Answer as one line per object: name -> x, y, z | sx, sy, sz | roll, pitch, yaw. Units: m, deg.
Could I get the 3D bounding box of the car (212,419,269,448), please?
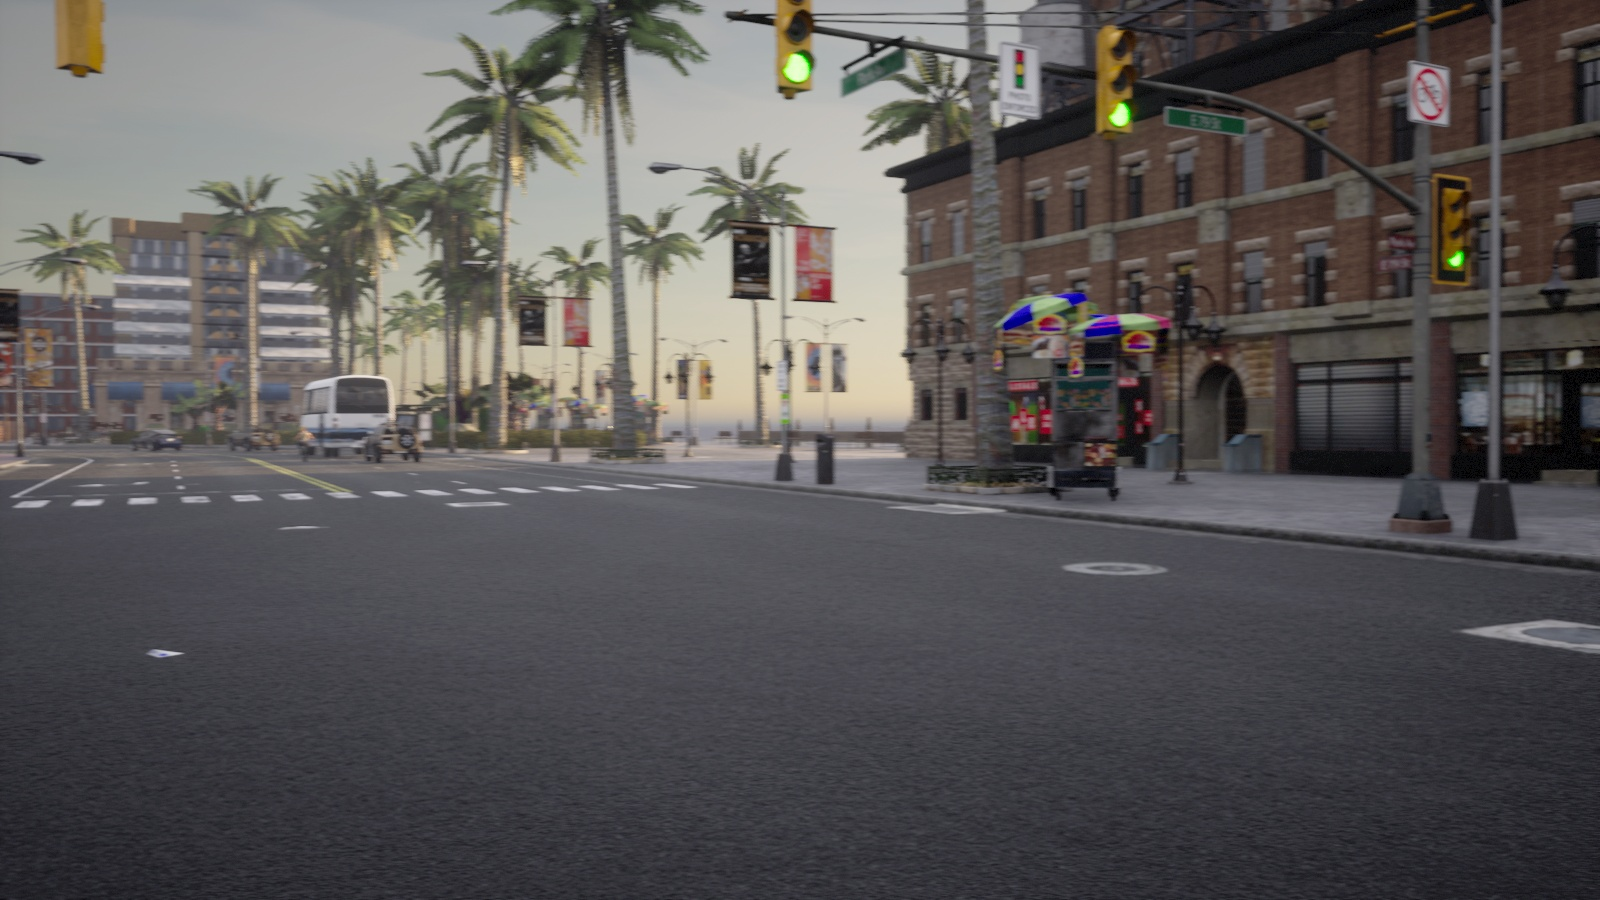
car -> -37.263, -1.109, 83.563 | 1.932, 1.855, 4.605 | -1, 2, -44

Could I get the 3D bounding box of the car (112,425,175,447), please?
car -> -44.804, -0.984, 85.641 | 4.792, 1.488, 2.163 | 1, 1, 40

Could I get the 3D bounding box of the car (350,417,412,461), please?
car -> -18.829, -0.523, 56.287 | 1.932, 1.855, 4.605 | 0, 1, -27

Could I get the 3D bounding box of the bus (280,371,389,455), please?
bus -> -25.789, -1.989, 69.149 | 3.944, 4.253, 10.273 | 0, 1, -30
